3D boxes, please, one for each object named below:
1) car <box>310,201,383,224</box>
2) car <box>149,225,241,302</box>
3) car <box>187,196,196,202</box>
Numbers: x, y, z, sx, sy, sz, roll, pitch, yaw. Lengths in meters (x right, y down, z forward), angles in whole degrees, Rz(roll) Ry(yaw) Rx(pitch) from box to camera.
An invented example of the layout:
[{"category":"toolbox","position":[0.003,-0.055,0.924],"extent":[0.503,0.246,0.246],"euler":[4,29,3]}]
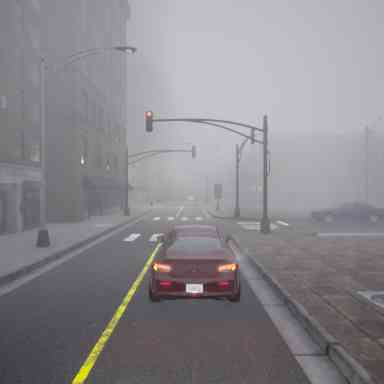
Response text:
[{"category":"car","position":[11.078,1.432,23.851],"extent":[5.008,1.535,1.882],"euler":[0,0,0]},{"category":"car","position":[0.074,1.526,8.139],"extent":[1.812,1.442,4.674],"euler":[0,0,1]},{"category":"car","position":[-0.150,1.567,76.115],"extent":[1.812,1.442,4.674],"euler":[0,0,0]}]
